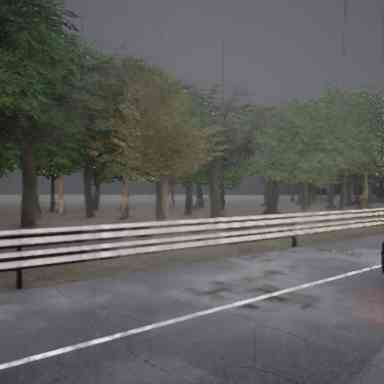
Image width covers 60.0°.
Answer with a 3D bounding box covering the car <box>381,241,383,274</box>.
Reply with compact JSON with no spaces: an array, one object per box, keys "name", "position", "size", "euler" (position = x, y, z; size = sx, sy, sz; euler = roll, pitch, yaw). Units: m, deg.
[{"name":"car","position":[6.901,1.471,8.695],"size":[5.008,1.535,1.882],"euler":[0,0,-35]}]
